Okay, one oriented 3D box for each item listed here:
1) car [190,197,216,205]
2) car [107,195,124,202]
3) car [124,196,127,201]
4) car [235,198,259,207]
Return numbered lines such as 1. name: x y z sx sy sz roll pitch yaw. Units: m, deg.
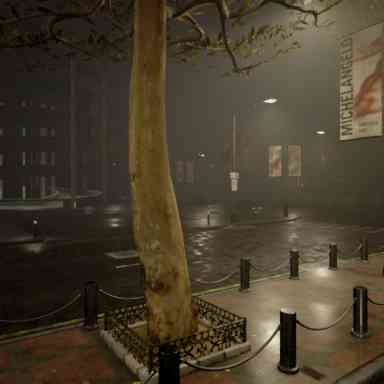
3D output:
1. car: 1.861 1.547 58.039 2.033 1.411 5.357 0 0 -38
2. car: -19.027 1.474 77.398 4.674 1.442 1.812 0 0 12
3. car: -18.068 1.464 80.764 4.674 1.442 1.812 0 0 12
4. car: 8.013 1.564 49.576 1.994 1.385 4.181 0 0 -36
